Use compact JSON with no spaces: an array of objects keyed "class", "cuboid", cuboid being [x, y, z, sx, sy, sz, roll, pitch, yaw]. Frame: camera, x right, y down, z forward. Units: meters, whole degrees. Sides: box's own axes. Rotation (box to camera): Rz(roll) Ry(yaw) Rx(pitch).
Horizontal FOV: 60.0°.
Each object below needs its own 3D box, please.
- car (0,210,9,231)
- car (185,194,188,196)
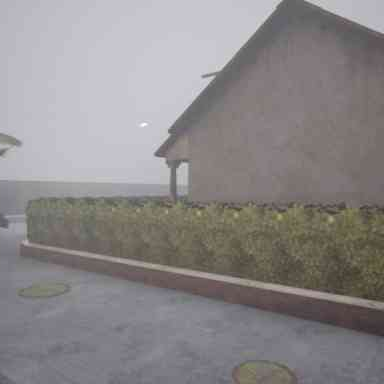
[{"class":"car","cuboid":[-11.734,1.211,15.604,2.150,2.045,5.566,0,0,36]},{"class":"car","cuboid":[0.014,1.206,39.000,2.150,2.045,5.566,0,0,36]}]
